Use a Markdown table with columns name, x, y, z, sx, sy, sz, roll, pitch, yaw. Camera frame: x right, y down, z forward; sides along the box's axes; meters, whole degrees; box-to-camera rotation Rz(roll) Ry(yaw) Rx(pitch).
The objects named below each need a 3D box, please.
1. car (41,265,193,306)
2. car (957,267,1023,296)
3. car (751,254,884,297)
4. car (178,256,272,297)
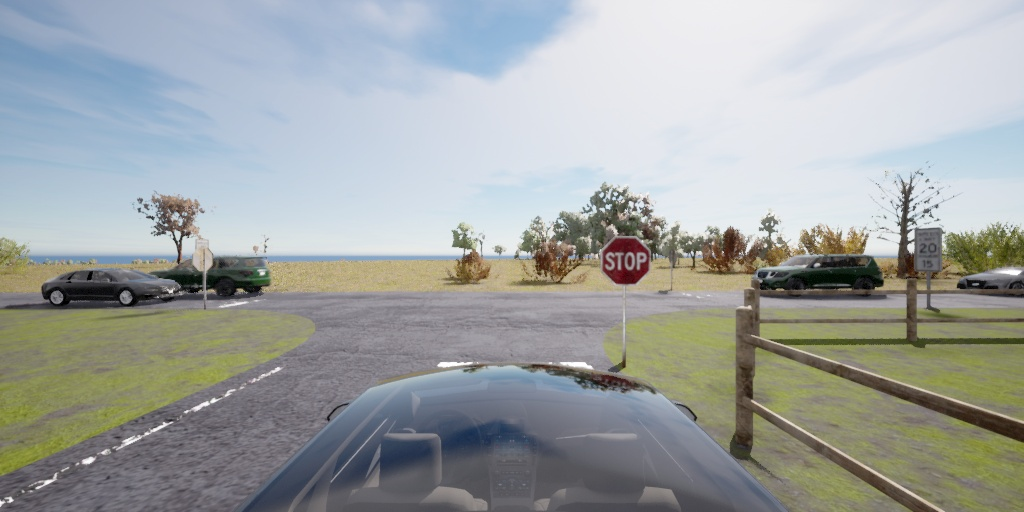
| name | x | y | z | sx | sy | sz | roll | pitch | yaw |
| --- | --- | --- | --- | --- | --- | --- | --- | --- | --- |
| car | -17.112 | 1.298 | 15.463 | 4.892 | 1.490 | 1.837 | 0 | 0 | 1 |
| car | 25.411 | 1.250 | 18.098 | 4.181 | 1.385 | 1.994 | 0 | 0 | 0 |
| car | 15.359 | 0.928 | 18.175 | 5.566 | 2.045 | 2.150 | 0 | 0 | 0 |
| car | -15.594 | 1.008 | 18.536 | 5.566 | 2.045 | 2.150 | 0 | 0 | -1 |
